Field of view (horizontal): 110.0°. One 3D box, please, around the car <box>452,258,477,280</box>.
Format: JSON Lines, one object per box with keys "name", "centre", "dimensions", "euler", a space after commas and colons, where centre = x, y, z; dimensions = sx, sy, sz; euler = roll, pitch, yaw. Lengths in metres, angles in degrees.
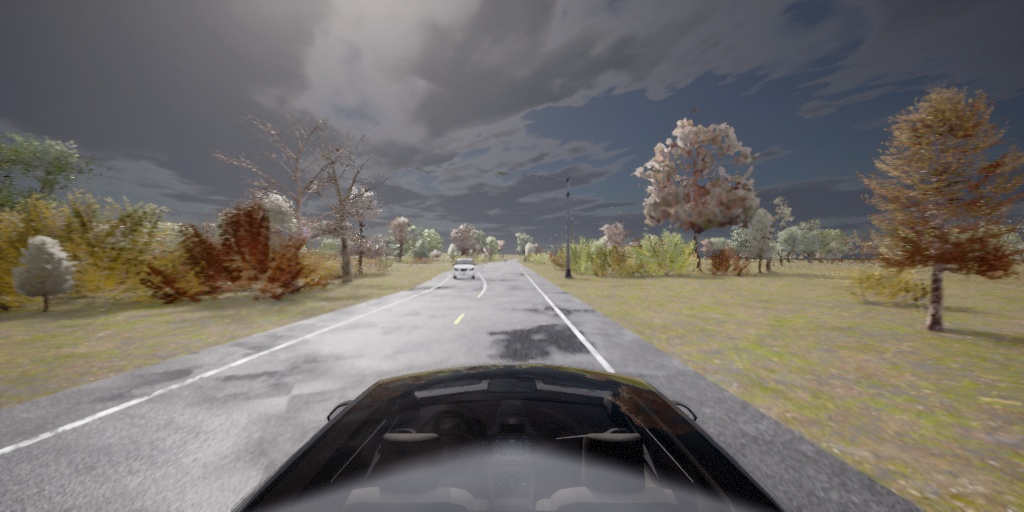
{"name": "car", "centre": [-4.780, 1.259, 36.136], "dimensions": [2.150, 2.045, 5.566], "euler": [0, 0, -6]}
